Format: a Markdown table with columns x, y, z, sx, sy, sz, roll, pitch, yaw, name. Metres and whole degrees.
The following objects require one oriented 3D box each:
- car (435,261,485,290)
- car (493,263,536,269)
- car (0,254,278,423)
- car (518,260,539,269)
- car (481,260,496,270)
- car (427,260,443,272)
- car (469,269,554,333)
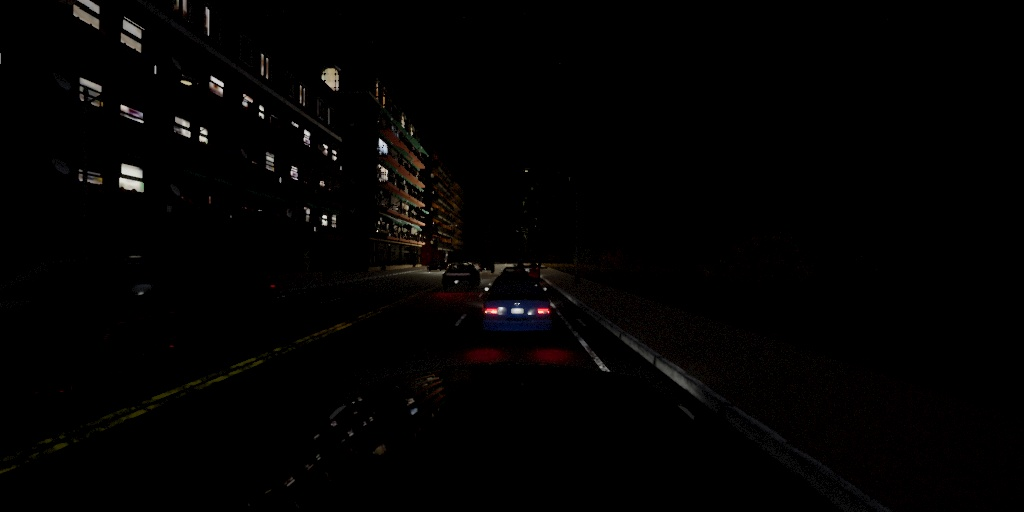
| x | y | z | sx | sy | sz | roll | pitch | yaw | name |
| --- | --- | --- | --- | --- | --- | --- | --- | --- | --- |
| -3.109 | 1.244 | 22.558 | 2.128 | 1.511 | 4.902 | 0 | 0 | 0 | car |
| 0.132 | 1.317 | 21.000 | 1.994 | 1.385 | 4.181 | 0 | 0 | 1 | car |
| -6.591 | 0.972 | 6.141 | 2.150 | 2.045 | 5.566 | 0 | 0 | 0 | car |
| 1.193 | 1.105 | 29.935 | 2.097 | 1.767 | 4.553 | 0 | 0 | 0 | car |
| -3.064 | 1.255 | 43.444 | 1.837 | 1.490 | 4.892 | 0 | -1 | 0 | car |
| -9.760 | 1.231 | 46.874 | 1.882 | 1.535 | 5.008 | 0 | 0 | 0 | car |
| 0.120 | 1.299 | 10.667 | 2.033 | 1.411 | 5.357 | 0 | 0 | 0 | car |
